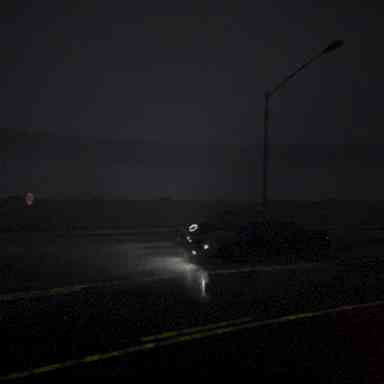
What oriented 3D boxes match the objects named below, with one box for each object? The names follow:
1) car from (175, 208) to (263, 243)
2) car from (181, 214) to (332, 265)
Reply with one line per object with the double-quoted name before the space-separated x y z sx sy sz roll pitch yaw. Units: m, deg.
"car" 1.532 1.550 15.478 4.553 1.767 2.097 1 -1 -20
"car" 2.558 1.709 12.286 5.357 1.411 2.033 1 -1 -22
